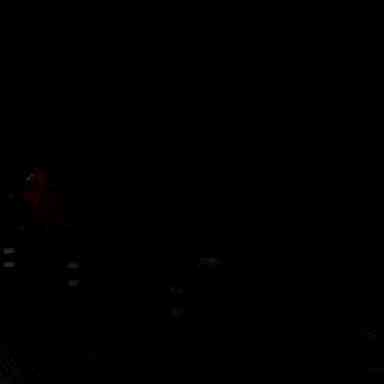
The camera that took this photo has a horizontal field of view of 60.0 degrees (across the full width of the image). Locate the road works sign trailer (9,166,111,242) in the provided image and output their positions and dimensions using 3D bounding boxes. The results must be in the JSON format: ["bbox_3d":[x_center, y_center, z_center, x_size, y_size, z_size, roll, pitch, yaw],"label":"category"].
[{"bbox_3d":[-4.907,0.813,12.149,3.560,2.880,2.380,3,-41,36],"label":"road works sign trailer"}]
